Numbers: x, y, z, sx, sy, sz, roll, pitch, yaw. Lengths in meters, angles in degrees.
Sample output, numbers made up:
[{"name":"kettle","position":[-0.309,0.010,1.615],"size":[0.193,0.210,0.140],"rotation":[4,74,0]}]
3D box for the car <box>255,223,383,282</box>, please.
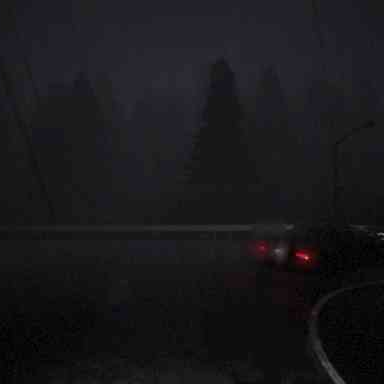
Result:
[{"name":"car","position":[4.253,1.673,10.162],"size":[5.357,1.411,2.033],"rotation":[2,-1,-39]}]
